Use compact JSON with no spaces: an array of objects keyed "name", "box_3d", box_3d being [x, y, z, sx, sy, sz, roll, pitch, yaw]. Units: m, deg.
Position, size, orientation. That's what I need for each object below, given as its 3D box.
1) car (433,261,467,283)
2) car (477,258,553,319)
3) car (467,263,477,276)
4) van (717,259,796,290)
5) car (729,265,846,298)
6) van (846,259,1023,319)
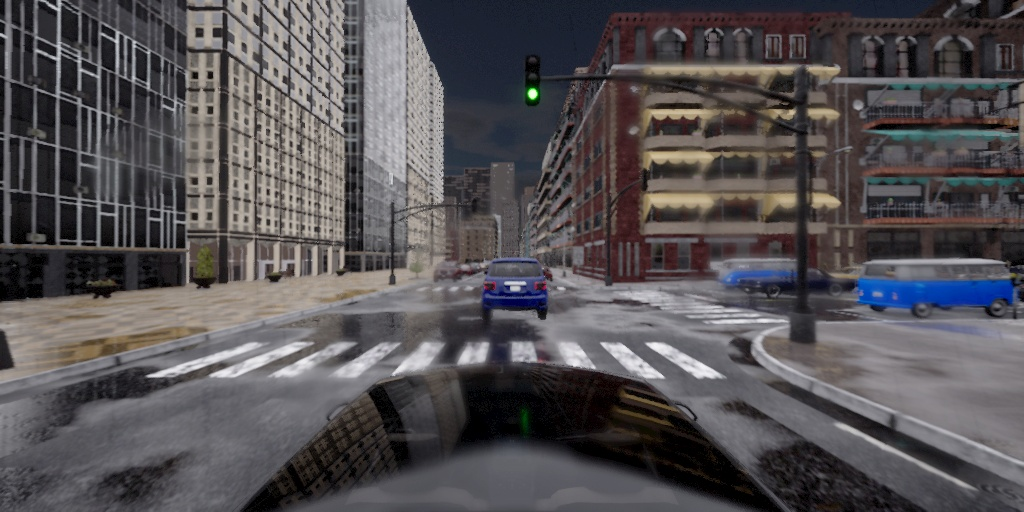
[{"name":"car","box_3d":[-5.699,1.378,32.460,2.192,1.841,5.009,0,0,0]},{"name":"car","box_3d":[0.098,1.092,13.556,2.150,2.045,5.566,0,0,0]},{"name":"car","box_3d":[-5.702,1.724,43.514,1.888,1.381,4.507,0,0,0]},{"name":"van","box_3d":[13.716,1.043,20.040,3.998,1.789,1.690,0,0,0]},{"name":"car","box_3d":[13.610,1.292,17.448,4.718,1.301,1.895,-1,0,-1]},{"name":"van","box_3d":[13.739,1.000,11.659,3.998,1.789,1.690,0,0,0]}]
